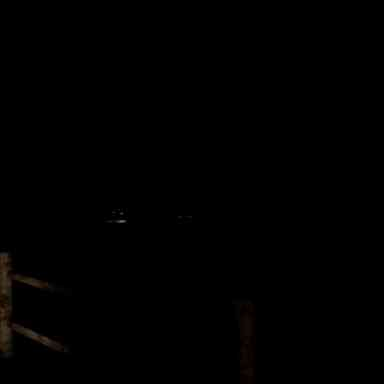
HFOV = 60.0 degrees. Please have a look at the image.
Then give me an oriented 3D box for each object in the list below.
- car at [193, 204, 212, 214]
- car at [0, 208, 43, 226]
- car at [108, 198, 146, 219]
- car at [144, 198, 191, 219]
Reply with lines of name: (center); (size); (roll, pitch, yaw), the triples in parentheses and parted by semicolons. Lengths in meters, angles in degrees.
car: (0.747, 2.239, 43.357); (1.895, 1.301, 4.718); (-1, -1, 36)
car: (-13.458, 1.835, 23.973); (1.895, 1.301, 4.718); (-1, -1, 36)
car: (-5.963, 1.670, 34.214); (2.150, 2.045, 5.566); (-1, -2, 36)
car: (-2.331, 1.808, 34.184); (2.097, 1.767, 4.553); (-1, -1, 36)
